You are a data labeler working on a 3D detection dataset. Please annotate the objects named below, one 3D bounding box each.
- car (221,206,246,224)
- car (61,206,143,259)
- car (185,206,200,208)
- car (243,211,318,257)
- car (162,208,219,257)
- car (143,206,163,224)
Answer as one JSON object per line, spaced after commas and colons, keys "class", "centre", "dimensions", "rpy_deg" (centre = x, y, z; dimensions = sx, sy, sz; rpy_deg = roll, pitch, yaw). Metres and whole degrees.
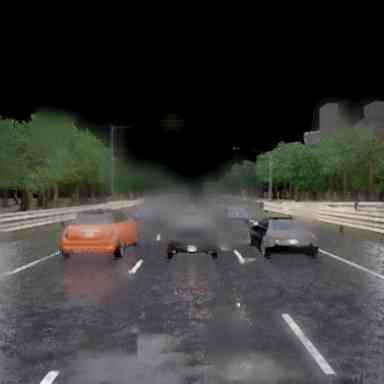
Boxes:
{"class": "car", "centre": [3.516, 1.827, 27.513], "dimensions": [2.033, 1.411, 5.357], "rpy_deg": [0, 0, 0]}
{"class": "car", "centre": [-3.475, 1.492, 13.434], "dimensions": [2.097, 1.767, 4.553], "rpy_deg": [0, -1, 0]}
{"class": "car", "centre": [0.028, 1.852, 28.432], "dimensions": [1.994, 1.385, 4.181], "rpy_deg": [0, 0, 0]}
{"class": "car", "centre": [3.527, 1.706, 13.537], "dimensions": [1.994, 1.385, 4.181], "rpy_deg": [0, -1, 0]}
{"class": "car", "centre": [0.024, 1.648, 13.491], "dimensions": [1.837, 1.490, 4.892], "rpy_deg": [0, 0, 0]}
{"class": "car", "centre": [-3.484, 1.827, 27.517], "dimensions": [2.033, 1.411, 5.357], "rpy_deg": [0, 0, 0]}
